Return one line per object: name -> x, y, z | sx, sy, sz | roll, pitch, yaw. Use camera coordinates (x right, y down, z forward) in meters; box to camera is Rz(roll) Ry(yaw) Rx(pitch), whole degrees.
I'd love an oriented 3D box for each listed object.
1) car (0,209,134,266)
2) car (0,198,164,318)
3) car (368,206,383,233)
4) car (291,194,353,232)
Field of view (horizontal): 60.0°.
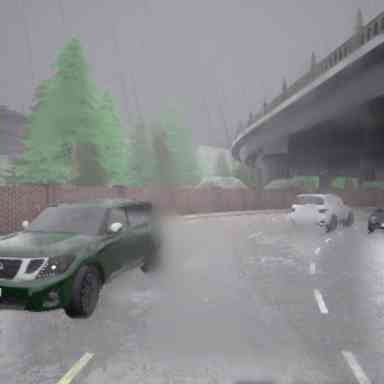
car -> -4.512, 1.502, 12.860 | 2.033, 1.411, 5.357 | 0, 0, 21
car -> -2.405, 1.194, 7.875 | 2.150, 2.045, 5.566 | 0, 0, 15
car -> 11.066, 1.464, 18.234 | 1.812, 1.442, 4.674 | 0, 0, 41
car -> 7.854, 1.153, 19.897 | 2.150, 2.045, 5.566 | 0, 0, 40
